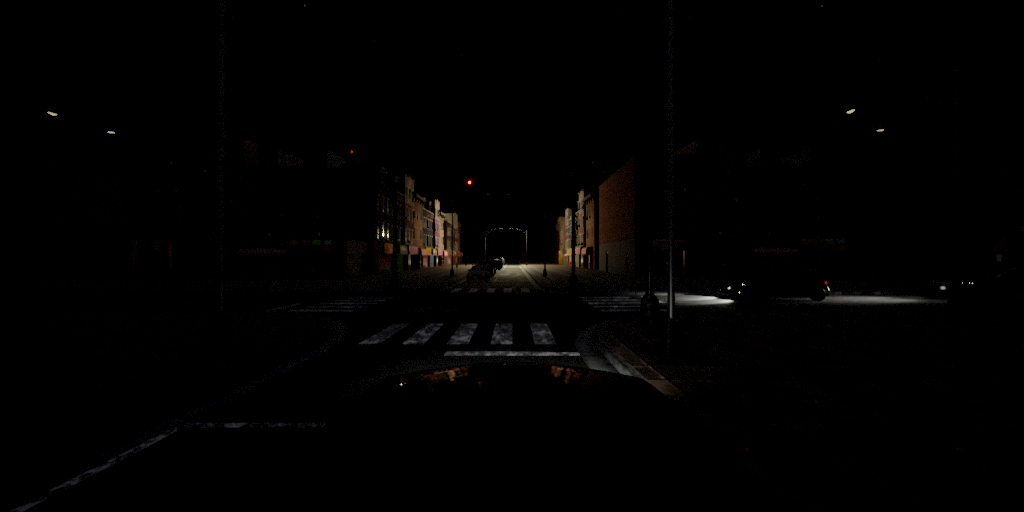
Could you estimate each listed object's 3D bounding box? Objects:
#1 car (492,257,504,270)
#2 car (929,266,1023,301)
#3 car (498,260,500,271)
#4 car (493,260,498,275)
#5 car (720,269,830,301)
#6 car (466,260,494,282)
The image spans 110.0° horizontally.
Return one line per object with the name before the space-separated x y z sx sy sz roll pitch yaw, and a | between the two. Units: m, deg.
car | -2.610 1.241 51.238 1.967 1.591 4.097 0 0 0
car | 22.421 1.206 16.601 4.902 1.511 2.128 0 0 0
car | -2.616 1.360 40.028 1.802 1.307 4.207 0 0 0
car | -2.620 1.314 34.423 1.888 1.381 4.507 0 0 0
car | 12.059 1.299 16.622 4.181 1.385 1.994 0 0 0
car | -2.623 1.288 28.648 1.751 1.417 4.829 0 0 0
